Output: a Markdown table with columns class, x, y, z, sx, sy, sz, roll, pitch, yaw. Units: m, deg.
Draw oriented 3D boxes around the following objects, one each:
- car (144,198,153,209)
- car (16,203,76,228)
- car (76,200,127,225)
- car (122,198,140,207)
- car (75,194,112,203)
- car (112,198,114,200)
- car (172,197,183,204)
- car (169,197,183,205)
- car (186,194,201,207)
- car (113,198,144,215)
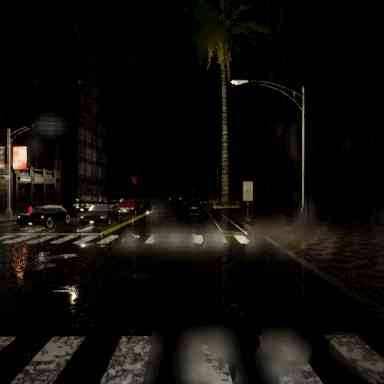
| class | x | y | z | sx | sy | sz | roll | pitch | yaw |
| --- | --- | --- | --- | --- | --- | --- | --- | --- | --- |
| car | -6.405 | 1.527 | 44.566 | 1.837 | 1.490 | 4.892 | 0 | 0 | 0 |
| car | -9.771 | 1.605 | 22.376 | 1.895 | 1.301 | 4.718 | 0 | 0 | 1 |
| car | -6.500 | 1.553 | 24.179 | 2.033 | 1.411 | 5.357 | 0 | 0 | 0 |
| car | -9.590 | 1.636 | 52.283 | 1.895 | 1.301 | 4.718 | 0 | 0 | 1 |
| car | -9.715 | 1.231 | 32.133 | 2.150 | 2.045 | 5.566 | 0 | 0 | 0 |
| car | -9.668 | 1.510 | 42.154 | 2.128 | 1.511 | 4.902 | 0 | 0 | 1 |
| car | -2.886 | 1.633 | 67.682 | 1.994 | 1.385 | 4.181 | 0 | 0 | 0 |
| car | -2.926 | 1.610 | 57.724 | 1.994 | 1.385 | 4.181 | 0 | 0 | 1 |
| car | 0.217 | 1.259 | 53.431 | 2.150 | 2.045 | 5.566 | 0 | 0 | 0 |
| car | -6.453 | 1.536 | 34.136 | 1.812 | 1.442 | 4.674 | 0 | 0 | 0 |
